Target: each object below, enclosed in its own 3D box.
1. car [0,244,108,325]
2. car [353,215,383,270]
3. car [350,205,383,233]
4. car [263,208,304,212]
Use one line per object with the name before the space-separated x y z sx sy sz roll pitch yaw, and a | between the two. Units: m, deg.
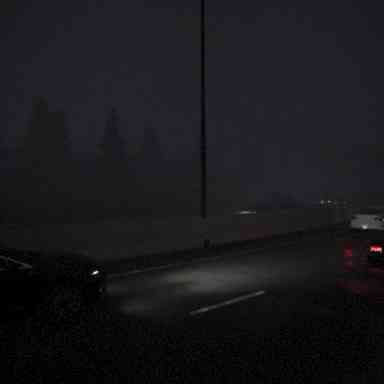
car | -3.884 1.499 5.442 4.902 1.511 2.128 0 0 -36
car | 6.919 1.481 9.679 5.357 1.411 2.033 0 0 -42
car | 9.826 1.421 17.483 1.812 1.442 4.674 0 0 44
car | 6.765 1.370 24.763 1.882 1.535 5.008 0 0 41
